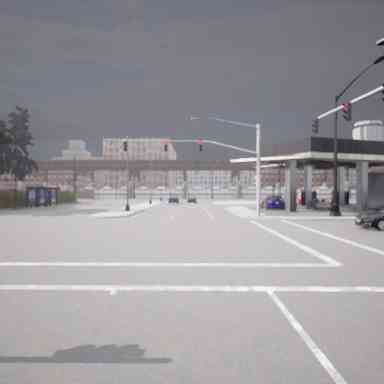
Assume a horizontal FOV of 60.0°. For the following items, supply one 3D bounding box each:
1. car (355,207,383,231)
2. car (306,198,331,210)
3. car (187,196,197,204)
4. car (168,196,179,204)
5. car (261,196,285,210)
[{"bbox_3d":[12.283,1.499,19.772,4.892,1.490,1.837,0,0,-1],"label":"car"},{"bbox_3d":[15.444,1.445,40.698,1.970,1.475,3.806,0,0,0],"label":"car"},{"bbox_3d":[-0.017,1.531,64.607,2.033,1.411,5.357,0,0,0],"label":"car"},{"bbox_3d":[-3.517,1.461,64.605,1.882,1.535,5.008,0,0,0],"label":"car"},{"bbox_3d":[9.699,1.285,39.934,2.242,1.667,4.611,0,0,0],"label":"car"}]
